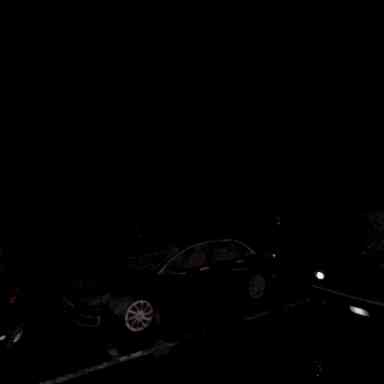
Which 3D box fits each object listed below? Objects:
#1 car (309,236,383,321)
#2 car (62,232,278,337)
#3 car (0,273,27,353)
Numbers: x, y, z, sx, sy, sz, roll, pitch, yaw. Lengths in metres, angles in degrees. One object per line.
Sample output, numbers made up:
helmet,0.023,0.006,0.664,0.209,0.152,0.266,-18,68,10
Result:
car,4.421,1.546,6.528,4.718,1.301,1.895,-1,0,-36
car,-0.196,1.524,6.509,4.403,1.369,2.008,-1,0,-35
car,-4.260,1.562,3.611,4.403,1.369,2.008,-1,0,-35
